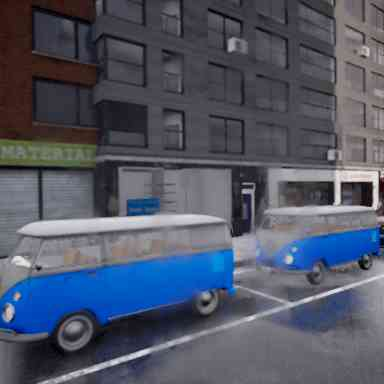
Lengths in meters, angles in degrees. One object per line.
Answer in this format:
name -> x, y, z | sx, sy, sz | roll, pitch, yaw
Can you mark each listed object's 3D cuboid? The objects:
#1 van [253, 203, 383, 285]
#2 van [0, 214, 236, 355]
van -> 3.449, 1.280, 9.015 | 3.998, 1.788, 1.690 | -1, 0, -36
van -> -1.095, 1.323, 5.767 | 3.998, 1.788, 1.690 | -1, 0, -36
